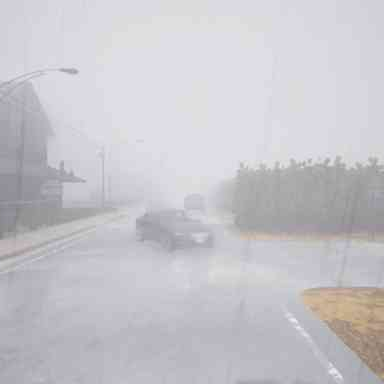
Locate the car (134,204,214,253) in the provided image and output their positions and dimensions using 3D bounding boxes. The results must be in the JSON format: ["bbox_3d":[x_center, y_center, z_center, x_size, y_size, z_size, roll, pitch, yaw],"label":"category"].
[{"bbox_3d":[-0.907,1.491,13.954,2.128,1.511,4.902,0,0,-29],"label":"car"}]

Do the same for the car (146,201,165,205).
[{"bbox_3d":[-3.376,1.564,32.044,1.994,1.385,4.181,0,0,0],"label":"car"}]

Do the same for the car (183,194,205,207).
[{"bbox_3d":[0.218,1.219,35.837,2.150,2.045,5.566,0,0,0],"label":"car"}]
